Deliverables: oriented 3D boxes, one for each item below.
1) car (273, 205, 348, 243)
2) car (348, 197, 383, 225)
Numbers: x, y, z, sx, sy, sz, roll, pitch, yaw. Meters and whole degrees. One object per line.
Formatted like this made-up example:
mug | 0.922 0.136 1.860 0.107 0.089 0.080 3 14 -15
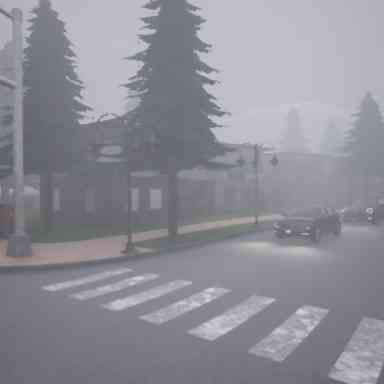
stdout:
car | 5.625 1.402 15.917 1.837 1.490 4.892 0 1 40
car | 11.969 1.143 22.572 4.553 1.767 2.097 -1 1 -42
